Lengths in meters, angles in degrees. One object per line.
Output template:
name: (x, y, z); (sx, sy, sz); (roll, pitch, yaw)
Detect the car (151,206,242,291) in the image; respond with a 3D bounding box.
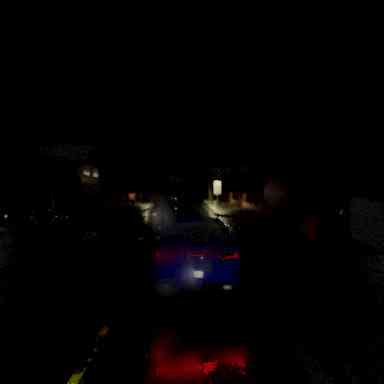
car: (0.103, 1.361, 8.710); (1.882, 1.535, 5.008); (0, 1, 0)

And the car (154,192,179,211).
car: (-2.813, 1.101, 34.213); (2.128, 1.511, 4.902); (0, 0, 0)

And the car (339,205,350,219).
car: (12.273, 1.087, 21.921); (4.902, 1.511, 2.128); (-1, -1, 1)

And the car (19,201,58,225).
car: (-11.572, 1.409, 22.352); (4.892, 1.490, 1.837); (-1, -2, 1)

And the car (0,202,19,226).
car: (-13.532, 1.088, 19.326); (5.566, 2.045, 2.150); (-1, -1, 1)

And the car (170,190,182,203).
car: (-2.806, 0.891, 43.848); (2.097, 1.767, 4.553); (0, 0, 0)

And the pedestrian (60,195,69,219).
pedestrian: (-9.646, 1.080, 25.148); (0.375, 1.860, 0.375); (0, 0, 1)

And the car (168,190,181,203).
car: (-2.885, 0.701, 56.356); (2.150, 2.045, 5.566); (0, 0, -1)
